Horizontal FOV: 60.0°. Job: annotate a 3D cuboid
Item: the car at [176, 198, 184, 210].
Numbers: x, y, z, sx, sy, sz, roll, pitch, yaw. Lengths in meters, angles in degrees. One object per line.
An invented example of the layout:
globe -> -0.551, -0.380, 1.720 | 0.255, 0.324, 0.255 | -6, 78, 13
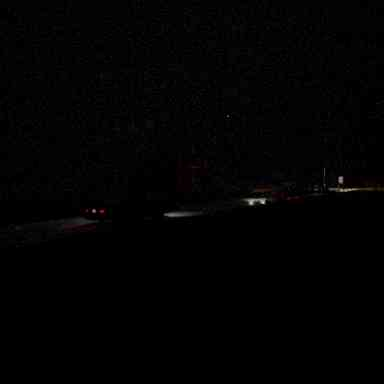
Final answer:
car -> -2.698, 0.788, 25.294 | 1.895, 1.301, 4.718 | 0, 2, 35

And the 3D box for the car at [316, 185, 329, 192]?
car -> 20.200, -0.502, 52.592 | 1.994, 1.385, 4.181 | 0, 2, 35

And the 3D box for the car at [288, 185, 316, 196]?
car -> 14.268, -0.225, 44.157 | 2.128, 1.511, 4.902 | 0, 2, 36

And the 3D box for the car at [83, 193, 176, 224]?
car -> -3.575, 0.943, 19.140 | 2.033, 1.411, 5.357 | 0, 2, 35

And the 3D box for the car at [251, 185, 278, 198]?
car -> 9.144, -0.074, 41.913 | 1.882, 1.535, 5.008 | 0, 2, 36
